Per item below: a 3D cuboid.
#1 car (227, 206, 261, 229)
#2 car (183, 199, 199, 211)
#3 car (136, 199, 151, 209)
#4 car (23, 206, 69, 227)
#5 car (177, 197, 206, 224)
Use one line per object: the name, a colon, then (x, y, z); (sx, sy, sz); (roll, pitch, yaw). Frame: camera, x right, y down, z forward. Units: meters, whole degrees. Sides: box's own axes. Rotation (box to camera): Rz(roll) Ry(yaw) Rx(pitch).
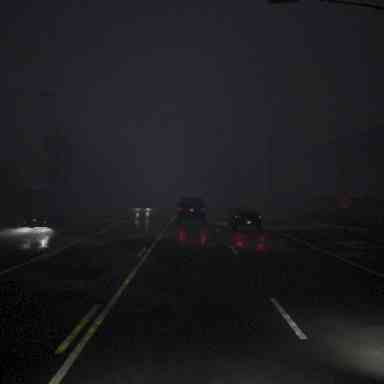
car: (3.480, 1.680, 22.664); (1.812, 1.442, 4.674); (0, 0, 0)
car: (-0.152, 1.713, 45.852); (2.128, 1.511, 4.902); (0, 0, 0)
car: (-7.319, 1.746, 50.951); (1.812, 1.442, 4.674); (0, 0, 0)
car: (-10.730, 1.754, 24.654); (1.994, 1.385, 4.181); (0, 0, 0)
car: (-0.047, 1.410, 26.770); (2.150, 2.045, 5.566); (0, 0, 0)
